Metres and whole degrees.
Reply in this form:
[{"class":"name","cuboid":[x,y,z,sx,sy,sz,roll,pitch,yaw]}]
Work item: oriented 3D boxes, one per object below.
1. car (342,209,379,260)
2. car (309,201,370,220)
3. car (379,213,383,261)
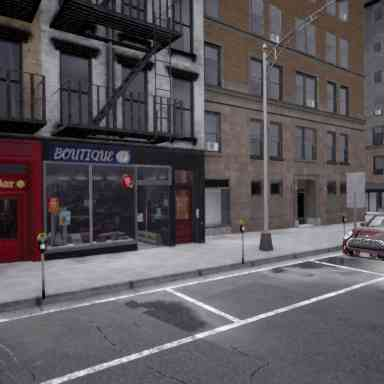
[{"class":"car","cuboid":[7.023,1.442,11.576,4.097,1.590,1.967,0,-1,-36]},{"class":"car","cuboid":[13.905,1.664,31.685,1.882,1.535,5.008,-1,0,-37]},{"class":"car","cuboid":[6.970,1.352,8.369,4.553,1.767,2.097,0,0,-36]}]
